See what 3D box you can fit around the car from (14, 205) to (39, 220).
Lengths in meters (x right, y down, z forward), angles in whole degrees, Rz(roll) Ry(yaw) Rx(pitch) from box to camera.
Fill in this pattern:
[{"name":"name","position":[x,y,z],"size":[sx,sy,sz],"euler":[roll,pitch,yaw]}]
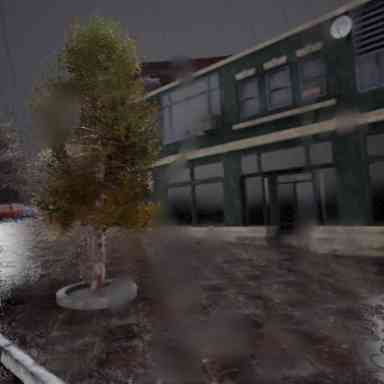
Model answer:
[{"name":"car","position":[-18.196,2.395,38.706],"size":[1.812,1.442,4.674],"euler":[-4,-1,3]}]

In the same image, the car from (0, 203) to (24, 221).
[{"name":"car","position":[-21.770,2.361,40.921],"size":[2.435,2.045,5.566],"euler":[-4,-1,5]}]

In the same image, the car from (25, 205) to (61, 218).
[{"name":"car","position":[-20.894,2.671,46.848],"size":[2.097,1.535,5.008],"euler":[-4,-1,11]}]
